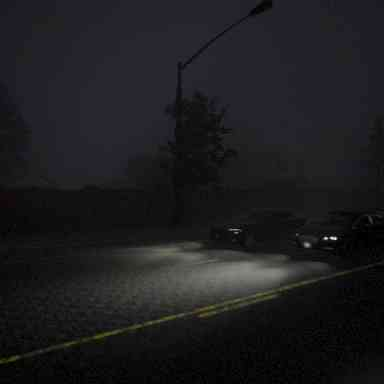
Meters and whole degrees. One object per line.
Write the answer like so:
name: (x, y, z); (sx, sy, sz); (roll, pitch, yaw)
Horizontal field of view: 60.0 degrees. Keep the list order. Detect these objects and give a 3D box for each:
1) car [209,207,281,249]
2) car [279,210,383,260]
car: (3.032, 1.466, 14.761); (5.008, 1.535, 1.882); (0, 0, -36)
car: (5.802, 1.479, 12.439); (4.902, 1.511, 2.128); (0, 0, -36)
